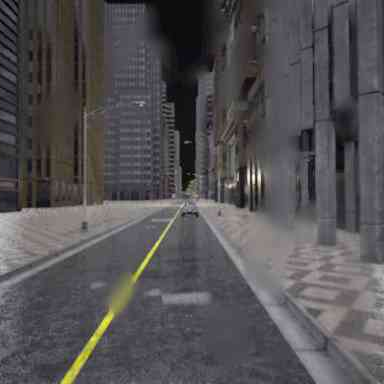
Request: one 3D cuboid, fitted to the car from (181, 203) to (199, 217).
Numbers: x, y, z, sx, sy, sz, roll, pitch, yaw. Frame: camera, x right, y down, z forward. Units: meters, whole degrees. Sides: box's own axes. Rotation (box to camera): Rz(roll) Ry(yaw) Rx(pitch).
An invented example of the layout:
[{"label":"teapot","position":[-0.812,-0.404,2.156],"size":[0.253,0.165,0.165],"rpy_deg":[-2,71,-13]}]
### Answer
[{"label":"car","position":[-0.237,1.984,37.368],"size":[2.033,1.411,5.357],"rpy_deg":[0,-1,-1]}]
